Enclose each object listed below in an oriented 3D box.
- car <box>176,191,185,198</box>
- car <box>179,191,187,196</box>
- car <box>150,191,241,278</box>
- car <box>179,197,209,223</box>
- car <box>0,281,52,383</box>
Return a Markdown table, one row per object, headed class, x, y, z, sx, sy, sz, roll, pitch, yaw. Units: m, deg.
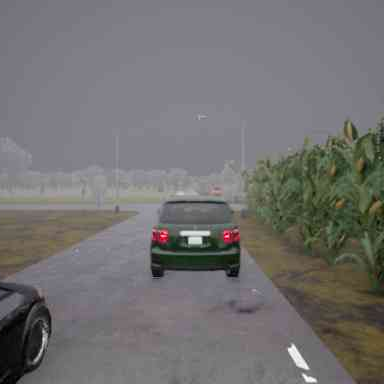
| class | x | y | z | sx | sy | sz | roll | pitch | yaw |
| --- | --- | --- | --- | --- | --- | --- | --- | --- | --- |
| car | -2.523 | 0.600 | 72.834 | 1.812 | 1.442 | 4.674 | 0 | 1 | 0 |
| car | -2.474 | 0.431 | 88.383 | 1.994 | 1.385 | 4.181 | 0 | 1 | 0 |
| car | 0.105 | 1.085 | 9.800 | 2.150 | 2.045 | 5.566 | 0 | 1 | 1 |
| car | 0.155 | 1.161 | 23.633 | 1.882 | 1.535 | 5.008 | 0 | 1 | 0 |
| car | -2.844 | 1.522 | 2.718 | 1.994 | 1.385 | 4.181 | 0 | 1 | 0 |
